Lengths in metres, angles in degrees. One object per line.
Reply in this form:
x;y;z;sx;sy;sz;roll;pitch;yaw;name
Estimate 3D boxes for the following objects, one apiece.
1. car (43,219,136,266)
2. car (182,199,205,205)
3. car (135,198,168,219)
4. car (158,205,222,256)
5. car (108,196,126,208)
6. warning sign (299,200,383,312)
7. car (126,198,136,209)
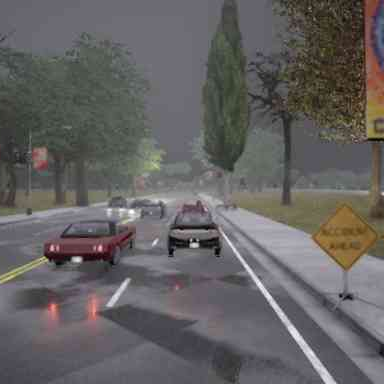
-3.166;1.578;11.422;1.895;1.301;4.718;0;0;0;car
0.099;1.390;29.774;1.882;1.535;5.008;0;0;0;car
-3.156;1.411;28.176;2.128;1.511;4.902;0;0;0;car
0.087;1.464;12.965;2.128;1.511;4.902;0;0;0;car
-9.818;1.333;44.117;1.837;1.490;4.892;0;0;0;car
2.836;1.104;6.175;1.300;1.860;1.060;-1;-1;0;warning sign
-6.578;1.443;42.030;1.895;1.301;4.718;0;0;0;car
